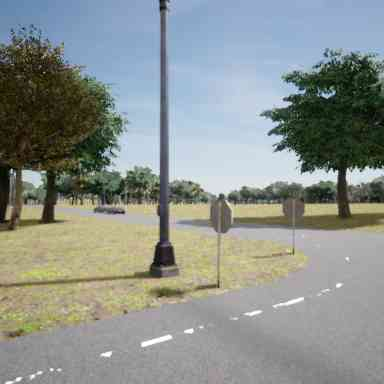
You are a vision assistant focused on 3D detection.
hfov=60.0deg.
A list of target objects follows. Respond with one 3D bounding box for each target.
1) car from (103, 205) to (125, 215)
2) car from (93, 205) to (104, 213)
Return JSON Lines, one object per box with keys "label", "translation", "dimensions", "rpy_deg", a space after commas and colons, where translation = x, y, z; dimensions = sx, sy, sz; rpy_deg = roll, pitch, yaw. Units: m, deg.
{"label": "car", "translation": [-12.704, 3.025, 55.546], "dimensions": [1.994, 1.385, 4.181], "rpy_deg": [2, -2, -33]}
{"label": "car", "translation": [-16.558, 3.122, 61.291], "dimensions": [2.033, 1.411, 5.357], "rpy_deg": [2, -2, -34]}
